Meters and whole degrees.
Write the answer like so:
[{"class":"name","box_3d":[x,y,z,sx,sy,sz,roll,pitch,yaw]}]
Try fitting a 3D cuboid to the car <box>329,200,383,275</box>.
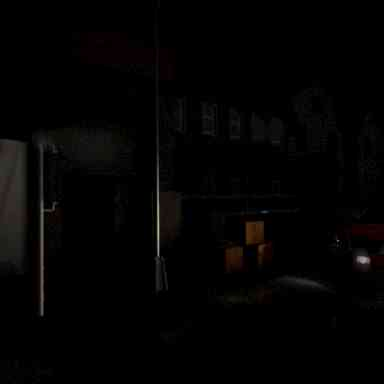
[{"class":"car","box_3d":[6.146,1.211,9.328,5.566,2.045,2.150,0,-2,-37]}]
